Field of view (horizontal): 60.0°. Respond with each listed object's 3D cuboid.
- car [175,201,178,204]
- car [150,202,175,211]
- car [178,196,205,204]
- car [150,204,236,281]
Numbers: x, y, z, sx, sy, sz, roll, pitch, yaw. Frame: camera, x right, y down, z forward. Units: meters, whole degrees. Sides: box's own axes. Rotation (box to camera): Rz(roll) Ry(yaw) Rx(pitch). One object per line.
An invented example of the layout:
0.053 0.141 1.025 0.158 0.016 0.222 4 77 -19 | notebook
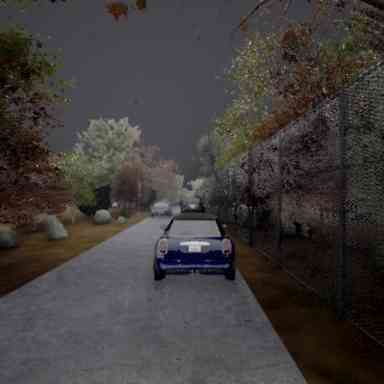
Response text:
-3.166 2.679 73.887 1.895 1.301 4.718 0 -2 -1 | car
-2.937 1.733 32.489 1.837 1.490 4.892 0 -1 0 | car
0.045 1.438 31.562 2.150 2.045 5.566 0 -1 -1 | car
0.072 1.416 10.239 2.097 1.767 4.553 0 0 0 | car
